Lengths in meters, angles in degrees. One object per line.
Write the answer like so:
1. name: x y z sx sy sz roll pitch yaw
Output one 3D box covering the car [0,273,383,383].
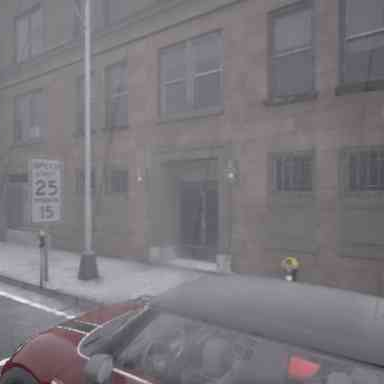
1. car: 0.186 1.449 2.716 4.097 1.590 1.967 0 0 36
